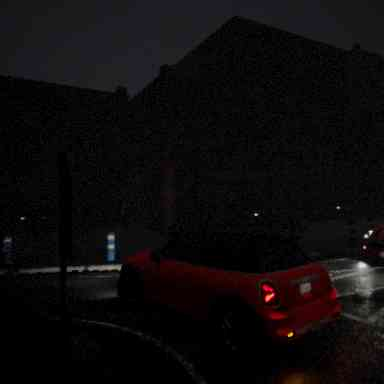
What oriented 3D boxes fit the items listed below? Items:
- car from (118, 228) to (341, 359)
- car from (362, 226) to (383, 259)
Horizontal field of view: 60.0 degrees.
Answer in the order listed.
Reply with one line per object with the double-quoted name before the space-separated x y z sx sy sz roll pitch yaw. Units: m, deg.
"car" 0.366 1.509 6.603 2.097 1.767 4.553 0 -2 -39
"car" 8.313 1.460 12.000 4.553 1.767 2.097 -1 -1 -27
